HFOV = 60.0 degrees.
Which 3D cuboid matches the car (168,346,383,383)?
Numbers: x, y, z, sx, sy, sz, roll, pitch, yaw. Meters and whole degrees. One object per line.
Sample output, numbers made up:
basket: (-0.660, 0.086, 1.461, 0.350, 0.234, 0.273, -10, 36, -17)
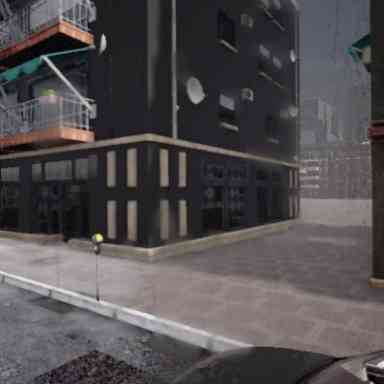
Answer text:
car: (1.631, 1.553, 1.568, 4.403, 1.369, 2.008, 0, 0, 36)
